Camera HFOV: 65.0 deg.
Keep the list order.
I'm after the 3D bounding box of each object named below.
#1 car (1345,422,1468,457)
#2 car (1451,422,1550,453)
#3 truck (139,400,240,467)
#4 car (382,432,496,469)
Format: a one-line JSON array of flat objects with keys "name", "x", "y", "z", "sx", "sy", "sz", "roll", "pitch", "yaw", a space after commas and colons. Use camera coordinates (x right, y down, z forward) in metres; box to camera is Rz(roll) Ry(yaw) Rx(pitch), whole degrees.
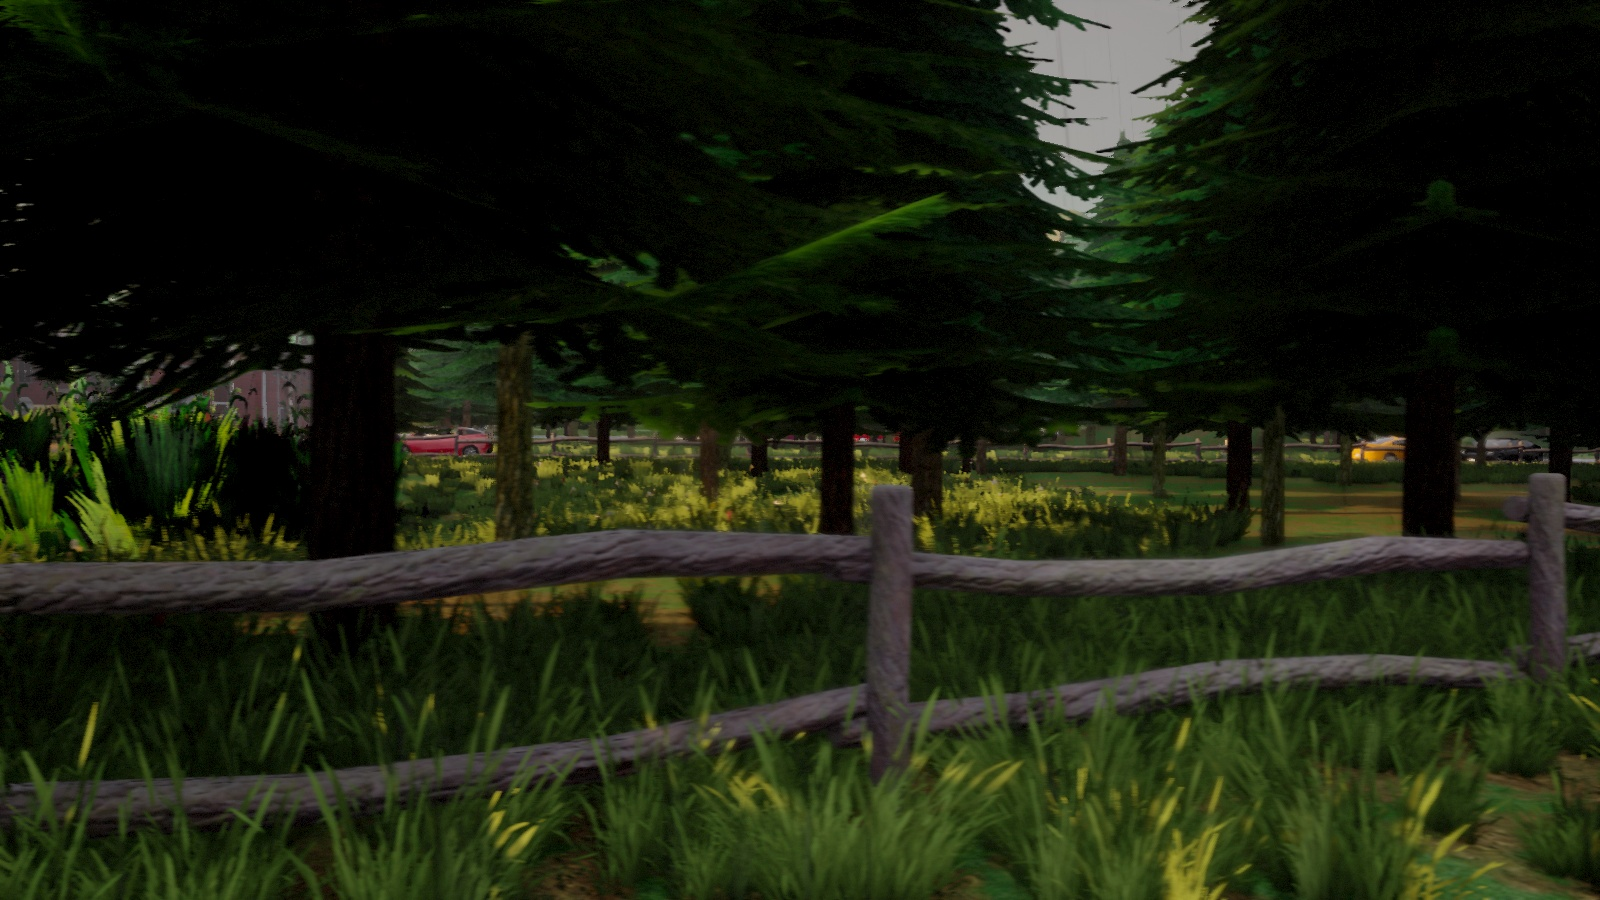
[{"name": "car", "x": 28.241, "y": -0.492, "z": 58.532, "sx": 5.008, "sy": 1.535, "sz": 1.882, "roll": -1, "pitch": 1, "yaw": -10}, {"name": "car", "x": 35.995, "y": -0.649, "z": 64.512, "sx": 4.792, "sy": 1.488, "sz": 2.163, "roll": -1, "pitch": 1, "yaw": -27}, {"name": "truck", "x": -33.155, "y": -0.912, "z": 68.548, "sx": 2.891, "sy": 3.462, "sz": 7.936, "roll": -1, "pitch": 1, "yaw": -11}, {"name": "car", "x": -15.742, "y": 0.007, "z": 54.915, "sx": 4.514, "sy": 1.525, "sz": 2.007, "roll": -1, "pitch": 1, "yaw": -8}]
